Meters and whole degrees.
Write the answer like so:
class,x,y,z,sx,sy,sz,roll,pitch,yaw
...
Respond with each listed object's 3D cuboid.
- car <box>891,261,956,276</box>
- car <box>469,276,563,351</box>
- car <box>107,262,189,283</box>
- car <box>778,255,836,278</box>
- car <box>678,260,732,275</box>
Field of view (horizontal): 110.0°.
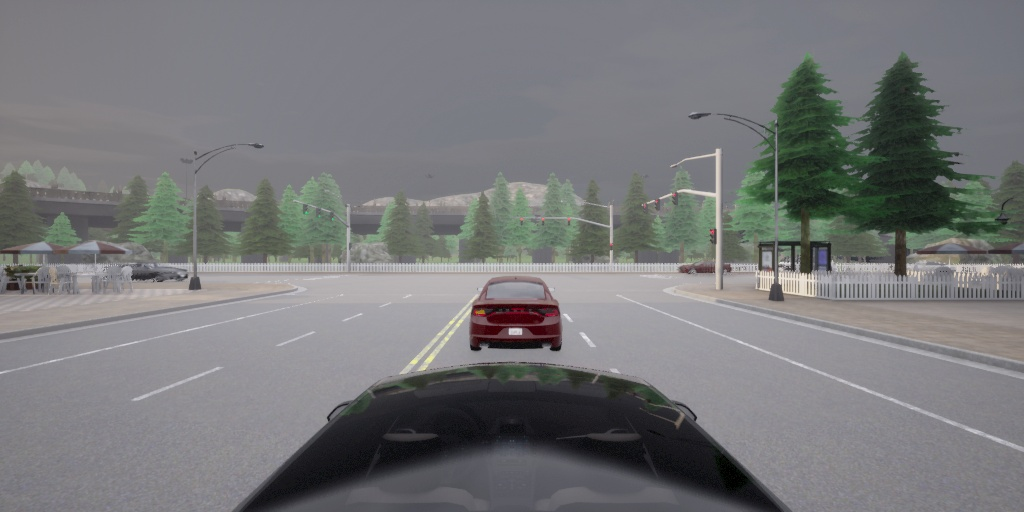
class,x,y,z,sx,sy,sz,roll,pitch,yaw
car,40.991,1.220,35.789,4.674,1.442,1.812,0,0,10
car,0.100,1.228,9.014,1.882,1.535,5.008,0,0,1
car,-26.584,1.186,26.271,4.902,1.511,2.128,0,0,0
car,26.525,0.915,33.134,5.566,2.045,2.150,0,0,1
car,19.704,1.172,36.691,5.008,1.535,1.882,0,0,1
